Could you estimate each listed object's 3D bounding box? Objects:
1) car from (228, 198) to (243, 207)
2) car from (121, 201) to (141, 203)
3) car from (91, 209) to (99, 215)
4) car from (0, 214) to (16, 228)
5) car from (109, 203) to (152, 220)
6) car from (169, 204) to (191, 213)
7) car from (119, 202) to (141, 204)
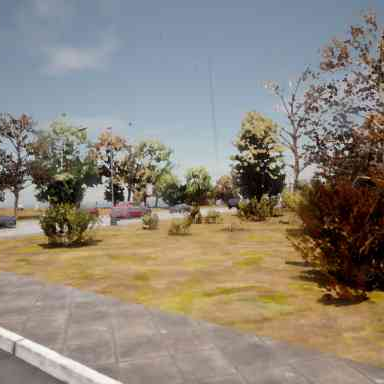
[{"bbox_3d":[8.503,2.186,61.070,2.150,2.045,5.566,-3,-2,33],"label":"car"},{"bbox_3d":[-9.104,2.343,46.541,2.150,2.045,5.566,-3,-2,32],"label":"car"},{"bbox_3d":[-12.120,2.386,35.171,1.882,1.535,5.008,-3,-2,33],"label":"car"},{"bbox_3d":[-16.990,2.454,27.683,1.994,1.385,4.181,-3,-2,34],"label":"car"},{"bbox_3d":[-6.746,2.317,36.778,1.994,1.385,4.181,-3,-2,32],"label":"car"},{"bbox_3d":[-1.758,2.578,51.596,1.994,1.385,4.181,-3,-2,33],"label":"car"},{"bbox_3d":[-7.117,2.474,43.100,1.812,1.442,4.674,-3,-2,32],"label":"car"}]
